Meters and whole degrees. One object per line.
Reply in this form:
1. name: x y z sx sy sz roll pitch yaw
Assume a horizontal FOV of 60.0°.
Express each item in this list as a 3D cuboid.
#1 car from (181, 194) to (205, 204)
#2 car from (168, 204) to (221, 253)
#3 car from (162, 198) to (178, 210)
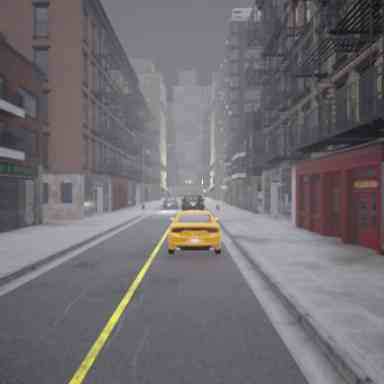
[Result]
1. car: 0.098 1.230 32.264 2.150 2.045 5.566 0 0 0
2. car: 0.100 1.482 13.680 1.882 1.535 5.008 0 0 0
3. car: -2.835 1.498 43.678 2.128 1.511 4.902 0 0 0
